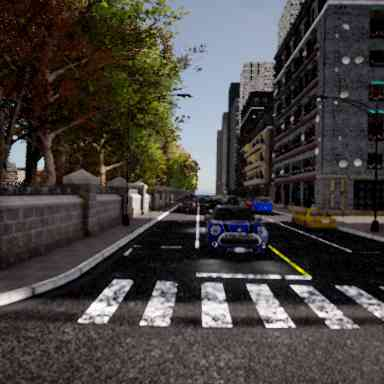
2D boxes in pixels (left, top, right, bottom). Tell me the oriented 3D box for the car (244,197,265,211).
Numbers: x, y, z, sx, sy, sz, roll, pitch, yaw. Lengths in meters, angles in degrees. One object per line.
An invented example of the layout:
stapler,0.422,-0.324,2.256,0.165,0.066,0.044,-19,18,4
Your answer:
car,8.060,1.558,43.026,1.967,1.590,4.097,2,0,1

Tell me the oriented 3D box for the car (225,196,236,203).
car,8.769,1.700,76.250,2.008,1.369,4.403,2,0,1

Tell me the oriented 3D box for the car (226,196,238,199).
car,5.534,1.416,46.228,2.097,1.767,4.553,1,0,2

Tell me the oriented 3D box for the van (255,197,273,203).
van,7.944,1.455,37.488,1.690,1.788,3.998,2,0,1

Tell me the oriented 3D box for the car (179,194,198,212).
car,-0.435,1.372,37.665,1.967,1.590,4.097,2,0,1

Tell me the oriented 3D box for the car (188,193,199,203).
car,0.280,1.277,70.890,2.192,1.841,5.009,2,0,1

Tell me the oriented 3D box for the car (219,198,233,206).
car,5.747,1.674,56.270,1.895,1.301,4.718,1,0,1

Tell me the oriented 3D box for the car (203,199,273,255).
car,1.628,1.326,13.198,2.097,1.767,4.553,1,0,1

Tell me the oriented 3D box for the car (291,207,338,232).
car,7.586,1.629,21.045,1.752,1.417,4.829,2,0,1

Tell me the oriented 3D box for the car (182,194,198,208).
car,-0.195,1.256,48.740,2.192,1.841,5.009,2,0,1
